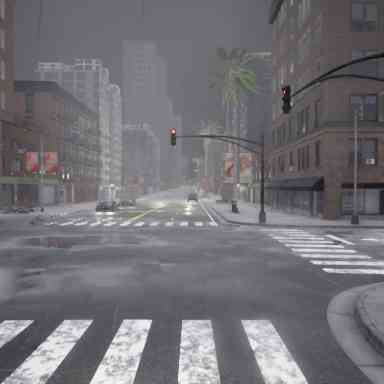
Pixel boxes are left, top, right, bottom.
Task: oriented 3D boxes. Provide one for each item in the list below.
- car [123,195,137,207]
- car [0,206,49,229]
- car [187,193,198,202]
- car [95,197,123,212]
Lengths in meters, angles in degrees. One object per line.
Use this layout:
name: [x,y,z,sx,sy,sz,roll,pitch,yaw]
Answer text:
car: [-9.795,1.332,50.700,2.097,1.767,4.553,0,0,0]
car: [-11.081,1.518,20.071,1.895,1.301,4.718,0,-1,20]
car: [0.122,1.163,71.965,2.150,2.045,5.566,0,0,0]
car: [-9.817,1.555,38.805,1.994,1.385,4.181,0,0,0]
